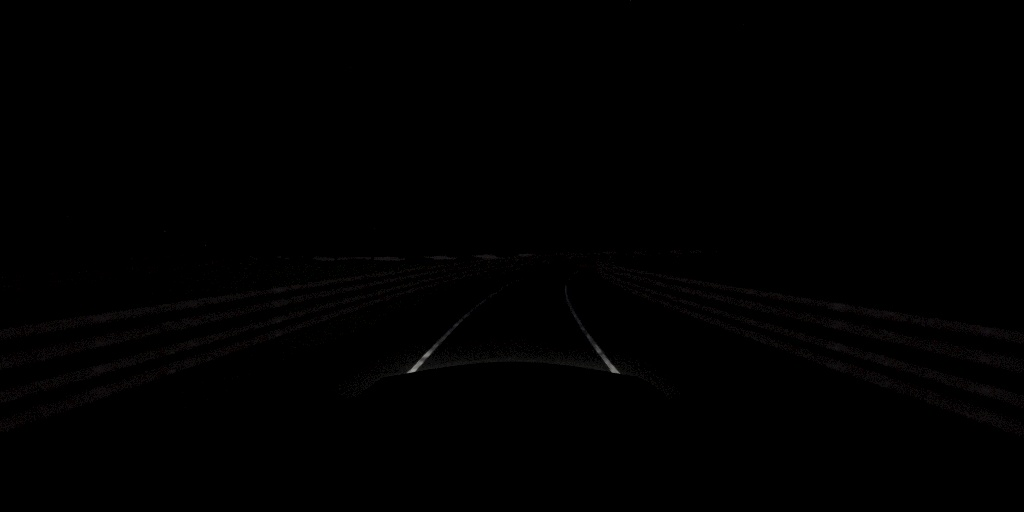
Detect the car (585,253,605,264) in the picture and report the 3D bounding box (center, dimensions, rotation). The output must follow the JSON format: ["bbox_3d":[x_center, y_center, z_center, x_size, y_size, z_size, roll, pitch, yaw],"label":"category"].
[{"bbox_3d":[11.889,0.327,51.234,2.128,1.511,4.902,1,2,28],"label":"car"}]
